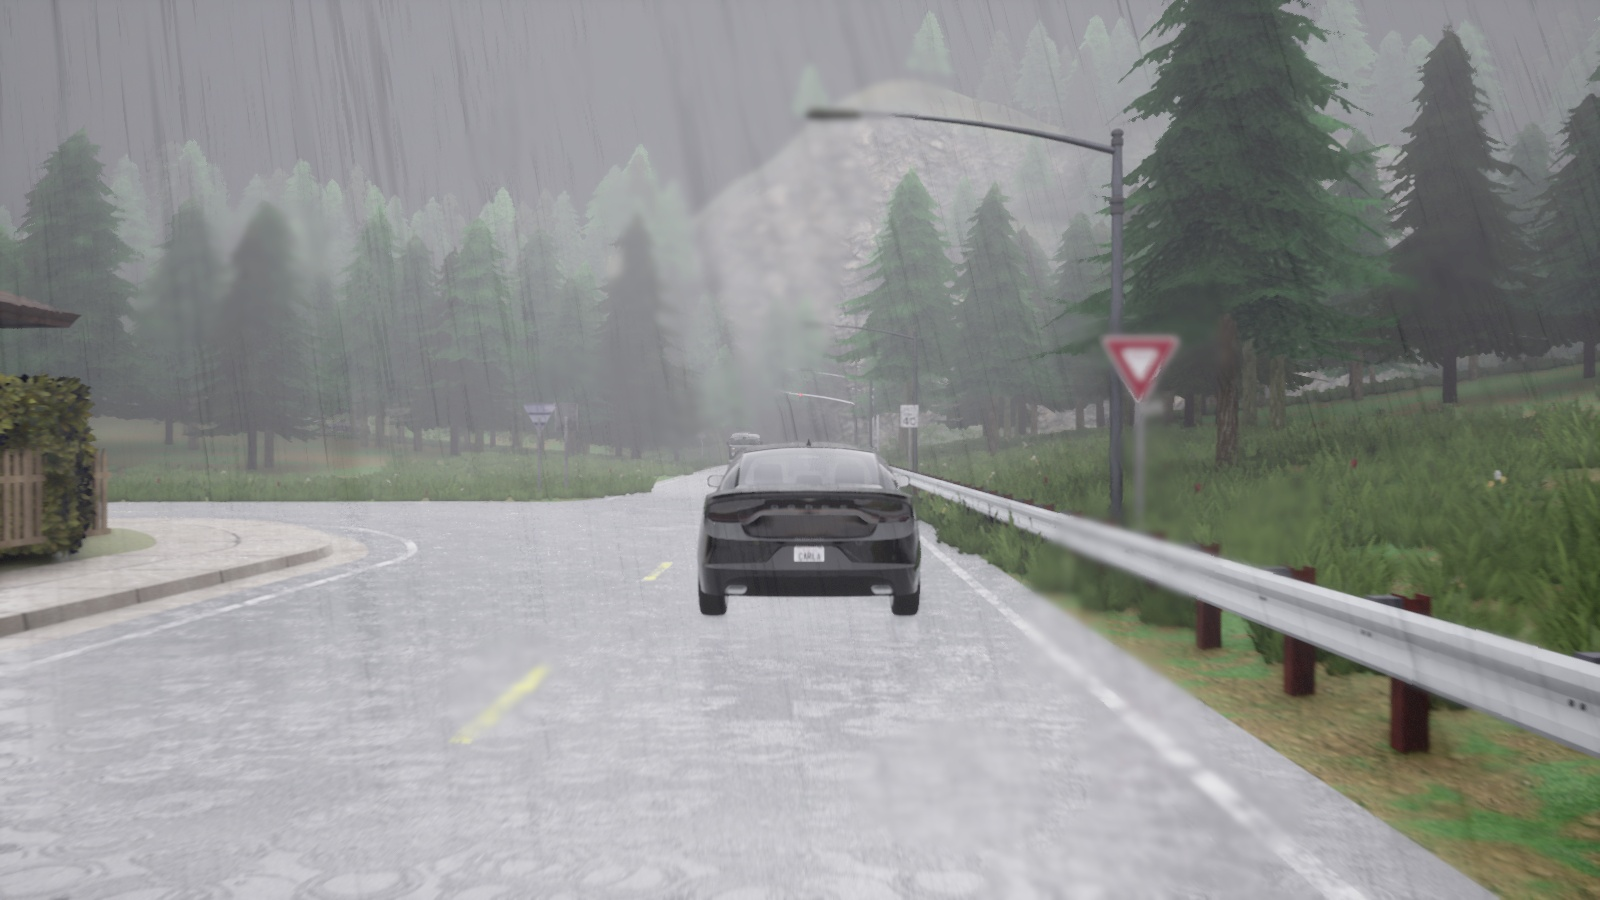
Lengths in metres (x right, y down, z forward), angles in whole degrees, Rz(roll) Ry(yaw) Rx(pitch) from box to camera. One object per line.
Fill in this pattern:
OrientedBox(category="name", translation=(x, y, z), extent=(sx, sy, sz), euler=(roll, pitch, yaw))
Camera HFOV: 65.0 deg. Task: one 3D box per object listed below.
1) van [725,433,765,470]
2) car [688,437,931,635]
OrientedBox(category="van", translation=(-3.079, 0.065, 71.358), extent=(2.069, 2.038, 4.480), euler=(0, 0, 0))
OrientedBox(category="car", translation=(0.085, 0.655, 12.251), extent=(1.882, 1.535, 5.008), euler=(0, 0, 0))
